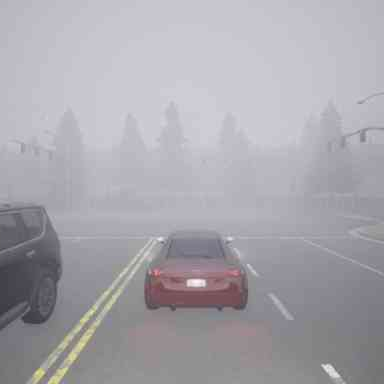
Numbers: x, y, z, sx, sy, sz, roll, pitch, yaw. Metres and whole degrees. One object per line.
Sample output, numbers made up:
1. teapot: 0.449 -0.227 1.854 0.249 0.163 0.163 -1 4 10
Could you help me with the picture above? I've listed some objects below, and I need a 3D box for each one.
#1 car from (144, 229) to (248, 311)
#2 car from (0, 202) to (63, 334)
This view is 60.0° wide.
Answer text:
1. car: 0.075 1.561 7.826 1.994 1.385 4.181 0 0 0
2. car: -3.571 1.214 4.230 2.150 2.045 5.566 0 1 0
